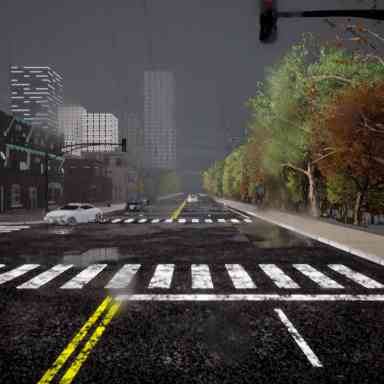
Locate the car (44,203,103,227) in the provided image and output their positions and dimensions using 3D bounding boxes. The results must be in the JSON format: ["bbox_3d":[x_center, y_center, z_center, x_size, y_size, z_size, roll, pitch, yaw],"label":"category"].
[{"bbox_3d":[-8.039,1.523,23.079,1.812,1.442,4.674,0,0,20],"label":"car"}]

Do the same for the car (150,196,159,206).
[{"bbox_3d":[-6.533,1.483,55.509,1.837,1.490,4.892,0,0,0],"label":"car"}]

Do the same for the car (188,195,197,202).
[{"bbox_3d":[0.085,1.447,74.818,1.882,1.535,5.008,0,0,0],"label":"car"}]

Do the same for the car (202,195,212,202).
[{"bbox_3d":[3.328,1.510,74.397,2.033,1.411,5.357,0,0,0],"label":"car"}]

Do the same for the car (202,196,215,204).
[{"bbox_3d":[3.410,1.523,63.743,2.033,1.411,5.357,0,0,0],"label":"car"}]

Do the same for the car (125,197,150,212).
[{"bbox_3d":[-6.563,1.477,38.856,2.128,1.511,4.902,0,0,0],"label":"car"}]

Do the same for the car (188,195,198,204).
[{"bbox_3d":[0.153,1.501,64.624,1.812,1.442,4.674,0,0,0],"label":"car"}]
